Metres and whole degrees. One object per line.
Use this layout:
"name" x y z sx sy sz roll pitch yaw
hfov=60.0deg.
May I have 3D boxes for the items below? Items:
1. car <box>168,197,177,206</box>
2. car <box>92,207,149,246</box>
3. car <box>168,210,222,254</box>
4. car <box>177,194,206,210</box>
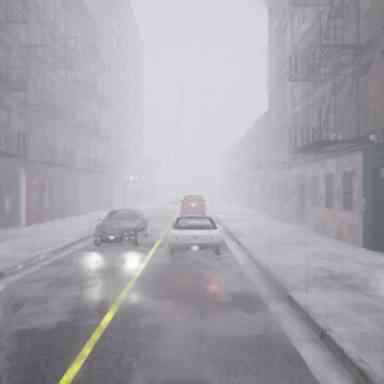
"car" -3.040 1.571 57.294 2.033 1.411 5.357 0 0 1
"car" -3.100 1.512 15.280 1.837 1.490 4.892 0 0 0
"car" 0.100 1.608 13.486 1.895 1.301 4.718 0 0 0
"car" 0.100 1.234 29.763 2.150 2.045 5.566 0 0 0
